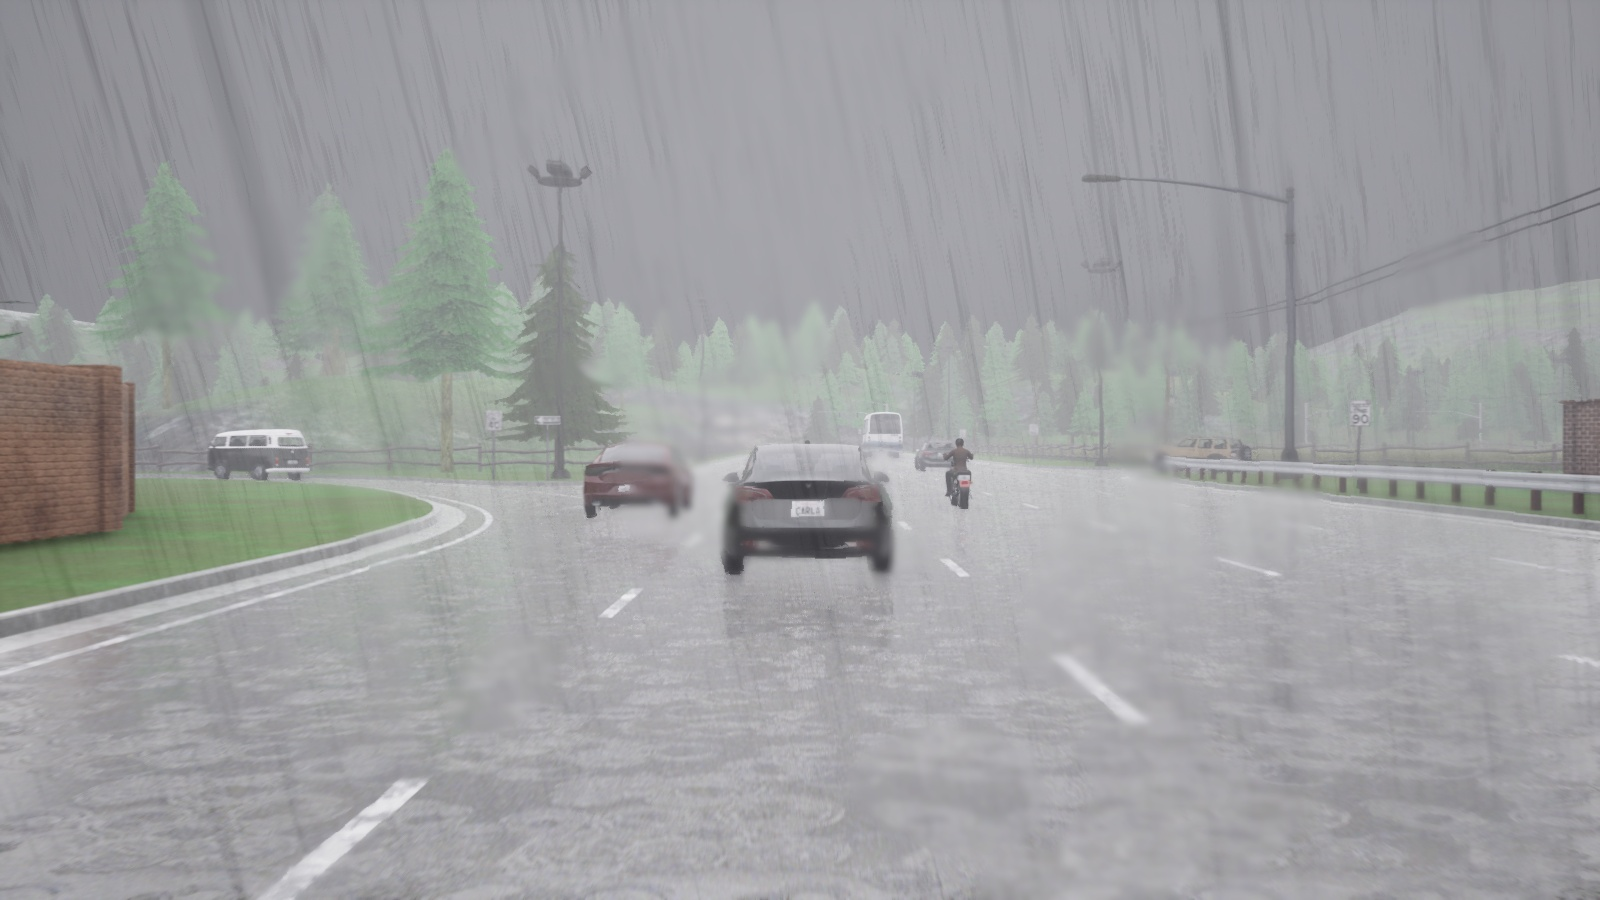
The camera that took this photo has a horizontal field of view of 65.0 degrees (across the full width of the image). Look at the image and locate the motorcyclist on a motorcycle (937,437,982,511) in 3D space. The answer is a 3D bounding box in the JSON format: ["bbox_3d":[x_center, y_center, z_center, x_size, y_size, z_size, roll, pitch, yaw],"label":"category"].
[{"bbox_3d":[3.680,0.535,29.157,0.766,1.649,2.350,0,0,0],"label":"motorcyclist on a motorcycle"}]

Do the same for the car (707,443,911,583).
[{"bbox_3d":[0.104,0.658,15.737,2.163,1.488,4.792,0,0,0],"label":"car"}]

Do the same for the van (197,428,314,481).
[{"bbox_3d":[-21.627,0.172,49.833,4.480,2.038,2.069,0,0,31],"label":"van"}]

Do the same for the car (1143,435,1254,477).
[{"bbox_3d":[18.870,0.246,59.617,1.932,1.855,4.605,-1,2,-44],"label":"car"}]

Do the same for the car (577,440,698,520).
[{"bbox_3d":[-3.334,0.571,26.684,1.882,1.535,5.008,0,0,0],"label":"car"}]

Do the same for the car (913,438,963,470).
[{"bbox_3d":[7.397,0.215,67.665,2.242,1.667,4.611,0,0,0],"label":"car"}]
